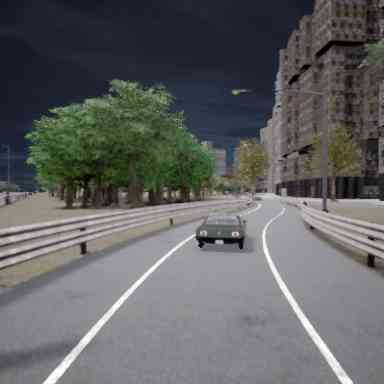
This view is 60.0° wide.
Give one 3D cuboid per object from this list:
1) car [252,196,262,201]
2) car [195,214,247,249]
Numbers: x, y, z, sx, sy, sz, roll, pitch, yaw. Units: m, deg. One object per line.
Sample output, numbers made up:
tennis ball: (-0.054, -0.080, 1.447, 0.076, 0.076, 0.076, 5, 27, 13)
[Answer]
car: (16.403, 1.559, 85.077, 1.895, 1.301, 4.718, 0, 0, 0)
car: (1.463, 1.606, 14.759, 1.895, 1.301, 4.718, 0, 0, 11)
